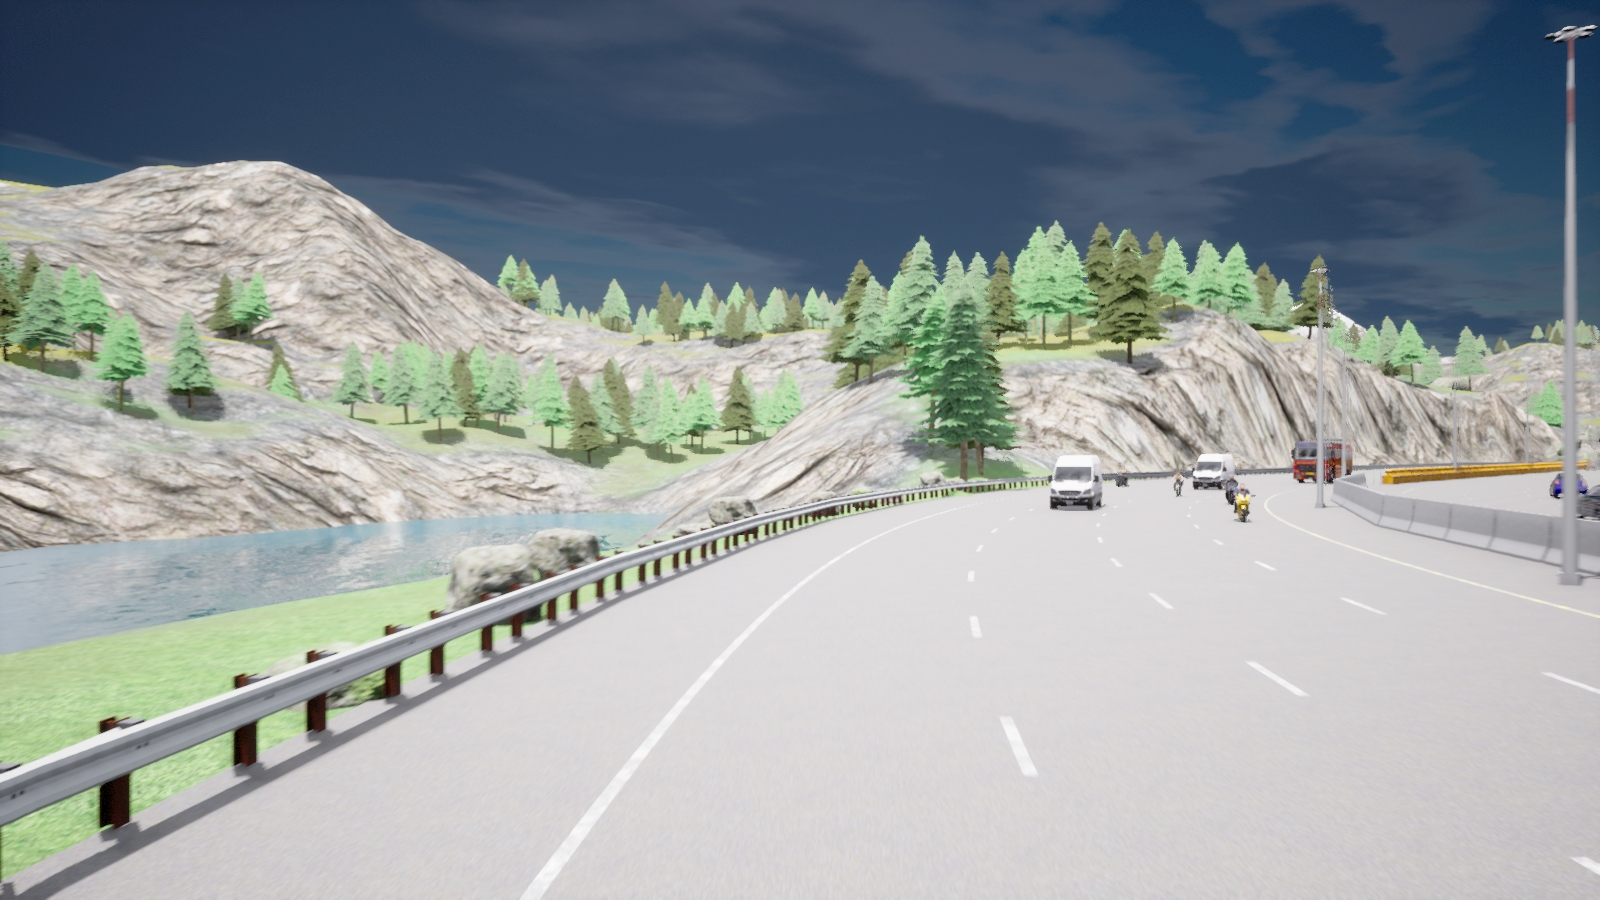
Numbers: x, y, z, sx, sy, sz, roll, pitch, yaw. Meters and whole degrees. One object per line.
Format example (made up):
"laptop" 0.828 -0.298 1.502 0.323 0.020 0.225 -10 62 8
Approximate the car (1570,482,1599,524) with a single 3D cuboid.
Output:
"car" 32.059 2.084 45.166 1.845 1.501 3.633 0 0 19

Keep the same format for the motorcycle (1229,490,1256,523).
"motorcycle" 17.354 2.202 44.844 0.803 1.217 2.033 0 0 17

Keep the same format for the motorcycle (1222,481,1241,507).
"motorcycle" 22.273 2.237 58.924 0.867 1.251 2.209 0 0 22

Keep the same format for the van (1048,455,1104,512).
"van" 13.388 1.553 55.196 1.988 2.561 5.915 0 0 20

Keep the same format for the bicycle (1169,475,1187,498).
"bicycle" 22.745 2.181 68.744 0.859 1.295 1.487 0 0 25
